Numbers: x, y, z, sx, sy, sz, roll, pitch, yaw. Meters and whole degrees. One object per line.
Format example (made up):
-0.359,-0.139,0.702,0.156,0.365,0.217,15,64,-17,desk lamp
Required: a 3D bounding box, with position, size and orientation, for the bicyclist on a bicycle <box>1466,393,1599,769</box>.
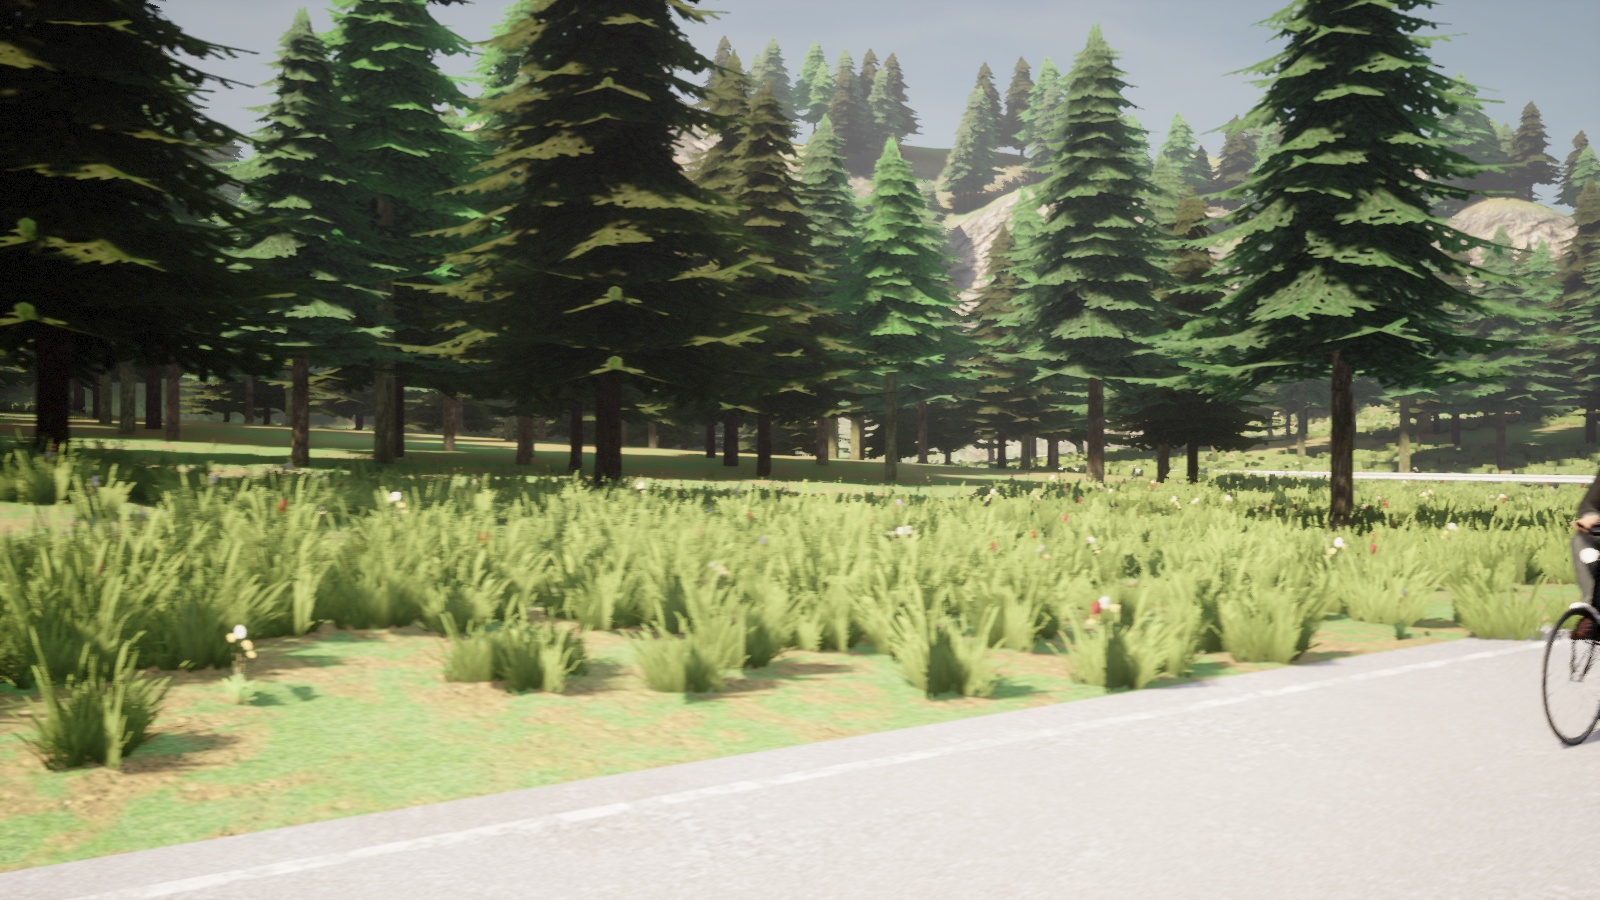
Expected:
4.360,0.623,6.695,1.843,1.776,0.659,0,0,-35,bicyclist on a bicycle
